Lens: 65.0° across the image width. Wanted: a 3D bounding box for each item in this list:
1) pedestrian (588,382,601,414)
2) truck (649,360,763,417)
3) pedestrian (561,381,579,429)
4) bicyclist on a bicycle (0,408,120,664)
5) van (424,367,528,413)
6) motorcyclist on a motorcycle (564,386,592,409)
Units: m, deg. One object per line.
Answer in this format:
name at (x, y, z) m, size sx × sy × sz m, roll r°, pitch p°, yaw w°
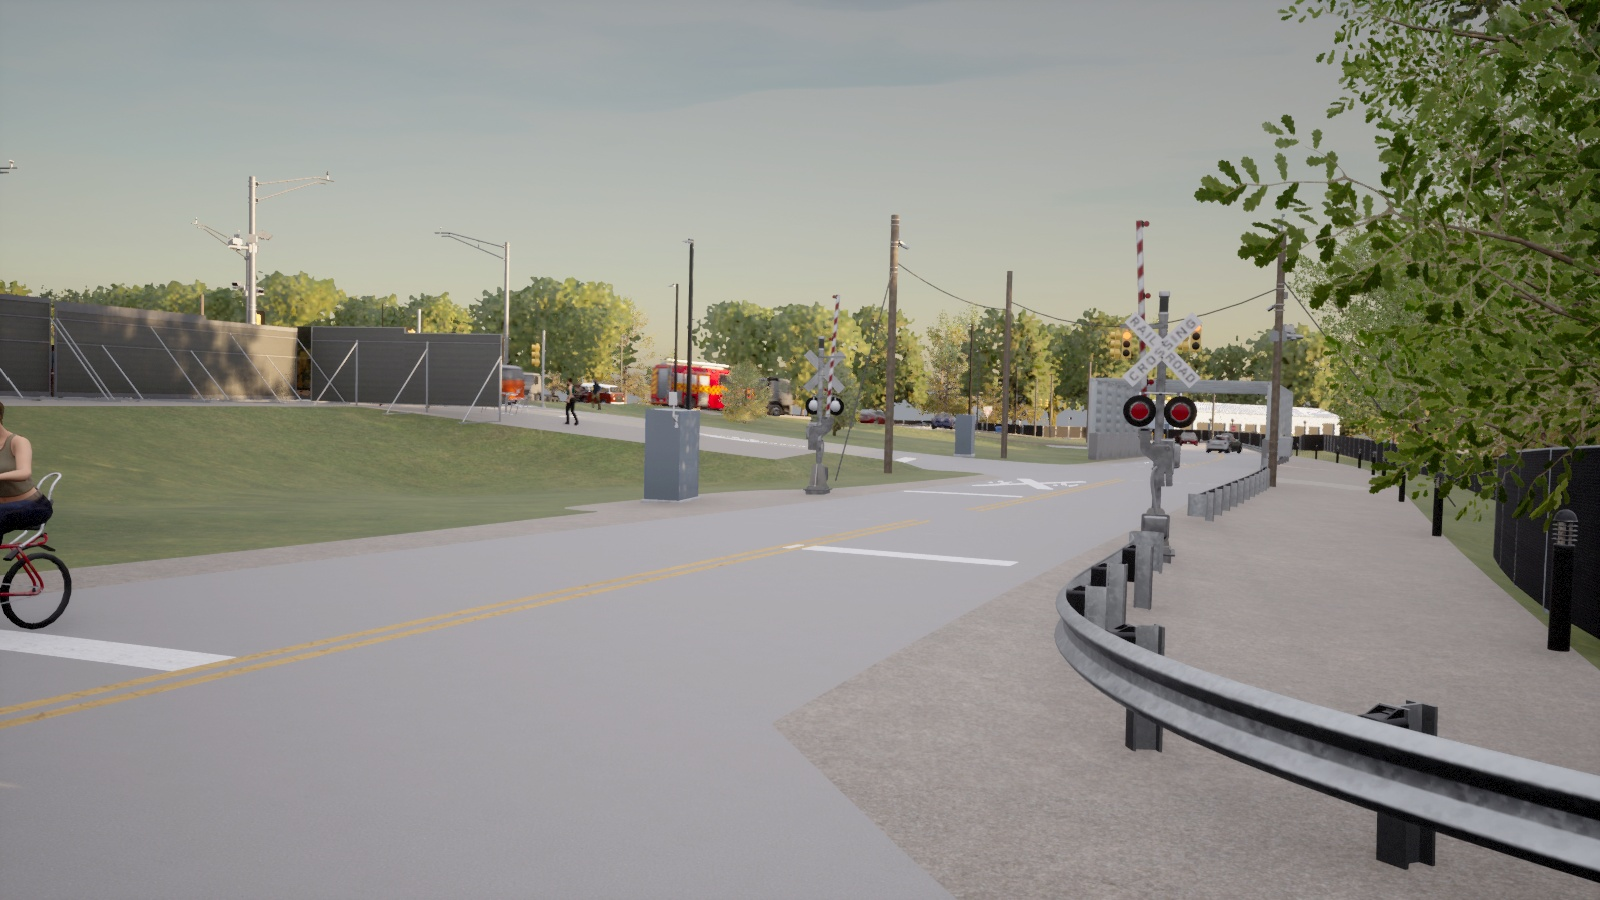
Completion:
pedestrian at (-11.973, -3.053, 73.154) m, size 0.402 × 1.842 × 0.726 m, roll 2°, pitch 4°, yaw 33°
truck at (-7.170, -4.660, 96.809) m, size 8.468 × 3.827 × 2.891 m, roll 2°, pitch 1°, yaw -40°
pedestrian at (-8.896, -1.727, 48.511) m, size 0.594 × 1.836 × 0.345 m, roll 1°, pitch 3°, yaw 18°
bicyclist on a bicycle at (-5.397, 0.536, 8.178) m, size 0.866 × 1.612 × 1.509 m, roll 1°, pitch 1°, yaw 19°
van at (-15.494, -2.890, 60.064) m, size 4.442 × 1.987 × 1.775 m, roll 3°, pitch 4°, yaw 11°
motorcyclist on a motorcycle at (-15.418, -3.659, 87.217) m, size 0.866 × 1.530 × 2.191 m, roll 2°, pitch 1°, yaw 23°
